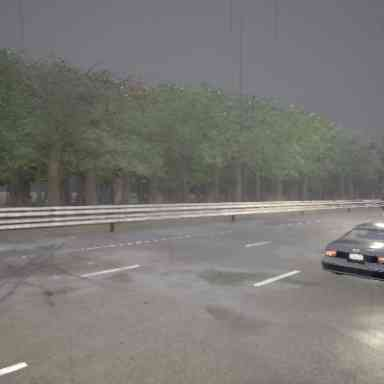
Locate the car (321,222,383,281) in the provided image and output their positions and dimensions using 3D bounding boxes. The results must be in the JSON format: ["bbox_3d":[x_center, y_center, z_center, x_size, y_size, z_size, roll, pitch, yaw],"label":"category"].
[{"bbox_3d":[5.619,1.578,9.512,5.357,1.411,2.033,1,0,-45],"label":"car"}]
